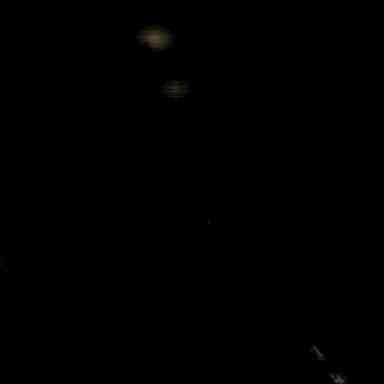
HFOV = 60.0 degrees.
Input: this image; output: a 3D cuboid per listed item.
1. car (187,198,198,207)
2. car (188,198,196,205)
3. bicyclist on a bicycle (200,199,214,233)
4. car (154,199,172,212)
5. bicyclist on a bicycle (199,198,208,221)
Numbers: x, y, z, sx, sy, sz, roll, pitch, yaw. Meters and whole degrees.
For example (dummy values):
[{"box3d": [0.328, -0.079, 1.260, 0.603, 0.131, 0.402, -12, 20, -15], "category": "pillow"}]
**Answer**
[{"box3d": [0.099, 1.837, 56.820, 1.837, 1.490, 4.892, 0, -1, 0], "category": "car"}, {"box3d": [-0.003, 2.076, 73.571, 1.882, 1.535, 5.008, 0, -1, 0], "category": "car"}, {"box3d": [0.960, 1.393, 18.839, 0.659, 1.776, 1.843, 0, 0, 0], "category": "bicyclist on a bicycle"}, {"box3d": [-3.590, 1.639, 41.196, 1.882, 1.535, 5.008, 0, -1, 0], "category": "car"}, {"box3d": [0.960, 1.430, 27.769, 0.659, 1.776, 1.843, 0, 0, 0], "category": "bicyclist on a bicycle"}]
